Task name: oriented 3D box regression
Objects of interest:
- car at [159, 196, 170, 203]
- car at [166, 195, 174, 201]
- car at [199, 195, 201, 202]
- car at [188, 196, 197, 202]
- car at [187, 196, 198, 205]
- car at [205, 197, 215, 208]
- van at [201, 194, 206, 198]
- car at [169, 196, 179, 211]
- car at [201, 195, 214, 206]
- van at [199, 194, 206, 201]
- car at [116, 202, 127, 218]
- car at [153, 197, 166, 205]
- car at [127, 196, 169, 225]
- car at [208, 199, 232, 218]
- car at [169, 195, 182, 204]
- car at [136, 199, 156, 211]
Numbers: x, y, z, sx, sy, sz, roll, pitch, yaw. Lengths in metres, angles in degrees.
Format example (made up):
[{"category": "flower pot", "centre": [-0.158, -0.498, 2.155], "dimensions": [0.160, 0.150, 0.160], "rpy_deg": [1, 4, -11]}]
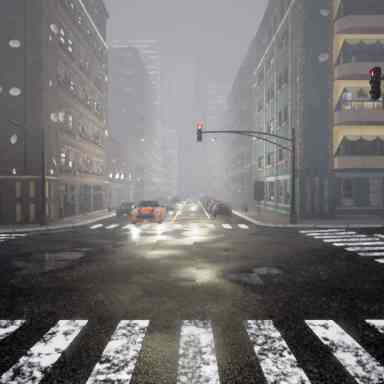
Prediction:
[{"category": "car", "centre": [-5.657, 1.604, 69.030], "dimensions": [1.802, 1.307, 4.206], "rpy_deg": [0, 0, 0]}, {"category": "car", "centre": [-5.649, 1.561, 85.431], "dimensions": [1.752, 1.417, 4.829], "rpy_deg": [0, 0, 0]}, {"category": "car", "centre": [2.717, 1.581, 57.967], "dimensions": [1.947, 1.339, 4.313], "rpy_deg": [0, 0, 0]}, {"category": "car", "centre": [0.040, 1.450, 69.842], "dimensions": [1.895, 1.301, 4.718], "rpy_deg": [0, 0, 0]}, {"category": "car", "centre": [0.034, 1.542, 59.806], "dimensions": [1.812, 1.442, 4.674], "rpy_deg": [0, 0, 0]}, {"category": "car", "centre": [2.705, 1.570, 35.873], "dimensions": [1.947, 1.339, 4.313], "rpy_deg": [0, 0, 0]}, {"category": "van", "centre": [2.712, 1.353, 52.443], "dimensions": [1.690, 1.788, 3.998], "rpy_deg": [0, 0, 0]}, {"category": "car", "centre": [-3.071, 1.553, 40.430], "dimensions": [2.033, 1.411, 5.357], "rpy_deg": [0, 0, 0]}, {"category": "car", "centre": [2.711, 1.553, 46.919], "dimensions": [1.887, 1.381, 4.507], "rpy_deg": [0, 0, 0]}, {"category": "van", "centre": [2.730, 1.377, 85.584], "dimensions": [1.690, 1.788, 3.998], "rpy_deg": [-1, 0, 0]}, {"category": "car", "centre": [-5.679, 1.568, 30.366], "dimensions": [1.947, 1.339, 4.313], "rpy_deg": [0, 0, 0]}, {"category": "car", "centre": [-5.664, 1.560, 57.984], "dimensions": [1.887, 1.381, 4.507], "rpy_deg": [0, 0, 0]}, {"category": "car", "centre": [-3.083, 1.352, 24.266], "dimensions": [2.097, 1.767, 4.553], "rpy_deg": [0, 0, 0]}, {"category": "car", "centre": [2.702, 1.584, 30.349], "dimensions": [1.802, 1.307, 4.206], "rpy_deg": [0, 0, 0]}, {"category": "car", "centre": [-2.974, 1.526, 62.799], "dimensions": [1.837, 1.490, 4.892], "rpy_deg": [0, -1, 0]}, {"category": "car", "centre": [-5.673, 1.572, 41.413], "dimensions": [1.947, 1.339, 4.313], "rpy_deg": [0, 0, 0]}]
